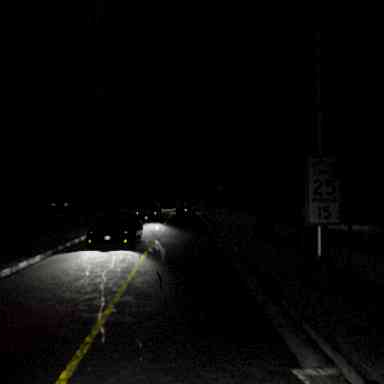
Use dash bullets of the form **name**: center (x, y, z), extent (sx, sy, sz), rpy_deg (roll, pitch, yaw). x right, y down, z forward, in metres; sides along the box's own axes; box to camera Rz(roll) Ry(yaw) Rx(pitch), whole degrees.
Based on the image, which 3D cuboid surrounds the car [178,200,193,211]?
- **car**: center (-0.946, 1.844, 47.029), extent (2.033, 1.411, 5.357), rpy_deg (0, 0, -2)

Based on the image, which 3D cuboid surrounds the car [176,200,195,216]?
- **car**: center (-0.677, 1.785, 35.066), extent (1.994, 1.385, 4.181), rpy_deg (0, 0, -2)

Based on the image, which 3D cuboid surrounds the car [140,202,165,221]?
- **car**: center (-3.711, 1.785, 28.926), extent (1.895, 1.301, 4.718), rpy_deg (0, 0, -1)

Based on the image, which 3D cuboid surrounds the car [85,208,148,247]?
- **car**: center (-3.420, 1.663, 15.315), extent (1.994, 1.385, 4.181), rpy_deg (0, 0, -1)

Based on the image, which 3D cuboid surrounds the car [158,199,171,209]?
- **car**: center (-4.275, 1.835, 51.951), extent (1.837, 1.490, 4.892), rpy_deg (0, 0, -1)
